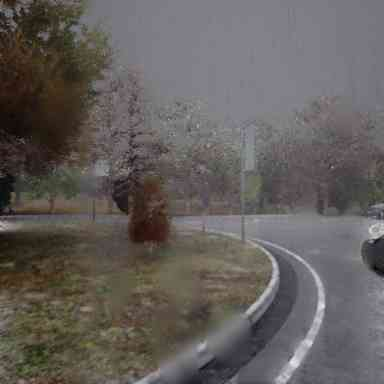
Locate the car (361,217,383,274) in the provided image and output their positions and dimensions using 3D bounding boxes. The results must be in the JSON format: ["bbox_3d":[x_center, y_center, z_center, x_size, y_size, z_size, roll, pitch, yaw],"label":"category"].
[{"bbox_3d":[5.717,1.599,8.152,2.033,1.411,5.357,0,0,14],"label":"car"}]

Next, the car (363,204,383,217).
[{"bbox_3d":[21.067,2.079,37.107,4.892,1.490,1.837,3,-2,-33],"label":"car"}]
